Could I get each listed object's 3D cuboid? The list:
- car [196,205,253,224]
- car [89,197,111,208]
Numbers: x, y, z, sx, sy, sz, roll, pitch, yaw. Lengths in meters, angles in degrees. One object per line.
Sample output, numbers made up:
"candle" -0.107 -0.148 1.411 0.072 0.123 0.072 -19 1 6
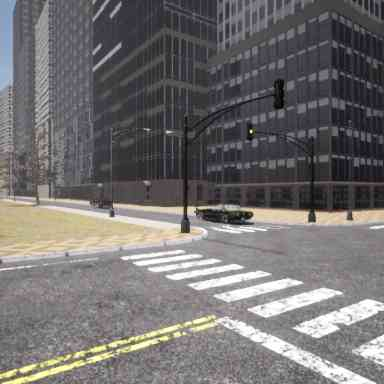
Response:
"car" 2.311 1.602 25.103 1.895 1.301 4.718 0 0 -35
"car" -12.974 1.505 46.917 1.837 1.490 4.892 0 0 -35
